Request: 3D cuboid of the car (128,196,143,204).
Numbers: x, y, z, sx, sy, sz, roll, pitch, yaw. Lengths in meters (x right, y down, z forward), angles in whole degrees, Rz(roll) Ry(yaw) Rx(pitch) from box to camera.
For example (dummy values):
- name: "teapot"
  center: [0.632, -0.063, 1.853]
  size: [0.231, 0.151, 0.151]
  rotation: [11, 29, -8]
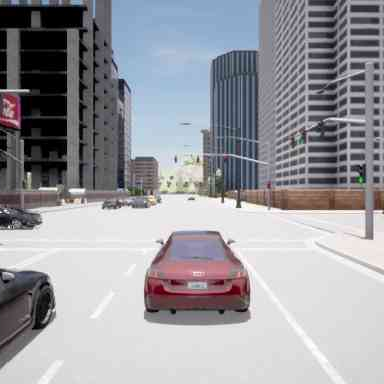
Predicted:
- name: "car"
  center: [-10.622, 1.564, 62.749]
  size: [1.994, 1.385, 4.181]
  rotation: [0, 0, 0]

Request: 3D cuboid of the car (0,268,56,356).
- name: "car"
  center: [-3.414, 1.564, 4.263]
  size: [1.994, 1.385, 4.181]
  rotation: [0, 0, 0]

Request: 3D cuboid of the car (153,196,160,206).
- name: "car"
  center: [-7.129, 1.477, 56.373]
  size: [1.882, 1.535, 5.008]
  rotation: [0, 0, 0]

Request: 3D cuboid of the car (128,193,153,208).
- name: "car"
  center: [-7.166, 1.352, 47.037]
  size: [2.097, 1.767, 4.553]
  rotation: [0, 0, 0]

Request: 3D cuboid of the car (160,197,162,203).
- name: "car"
  center: [-7.117, 1.505, 66.571]
  size: [1.837, 1.490, 4.892]
  rotation: [0, 0, 0]

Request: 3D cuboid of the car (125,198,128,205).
- name: "car"
  center: [-10.645, 1.601, 53.601]
  size: [1.895, 1.301, 4.718]
  rotation: [0, 0, 0]

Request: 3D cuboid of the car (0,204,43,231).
- name: "car"
  center: [-11.666, 1.505, 20.189]
  size: [4.892, 1.490, 1.837]
  rotation: [0, 0, 0]

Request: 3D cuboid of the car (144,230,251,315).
- name: "car"
  center: [0.088, 1.564, 7.680]
  size: [1.994, 1.385, 4.181]
  rotation: [0, 0, 0]

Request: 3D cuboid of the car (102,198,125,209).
- name: "car"
  center: [-10.669, 1.526, 44.493]
  size: [1.812, 1.442, 4.674]
  rotation: [0, 0, 0]

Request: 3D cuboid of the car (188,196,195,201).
- name: "car"
  center: [-0.148, 1.595, 84.260]
  size: [1.895, 1.301, 4.718]
  rotation: [0, 0, 0]

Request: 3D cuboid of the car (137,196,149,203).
- name: "car"
  center: [-10.627, 1.552, 72.743]
  size: [1.994, 1.385, 4.181]
  rotation: [0, 0, 0]

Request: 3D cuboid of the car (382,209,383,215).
- name: "car"
  center: [18.502, 1.601, 27.603]
  size: [4.718, 1.301, 1.895]
  rotation: [0, 0, 0]
